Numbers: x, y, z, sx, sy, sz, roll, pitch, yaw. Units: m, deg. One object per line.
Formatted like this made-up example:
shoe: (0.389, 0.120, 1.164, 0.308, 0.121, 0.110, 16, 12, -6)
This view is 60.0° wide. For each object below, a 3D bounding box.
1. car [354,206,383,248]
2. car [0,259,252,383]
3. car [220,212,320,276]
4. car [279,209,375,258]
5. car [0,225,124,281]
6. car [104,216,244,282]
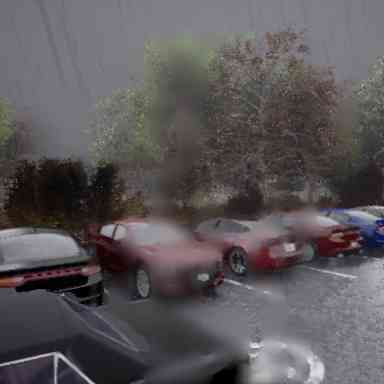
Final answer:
car: (5.778, 1.424, 13.730, 2.097, 1.535, 5.008, 0, 0, -36)
car: (-1.870, 1.602, 2.351, 4.718, 1.301, 1.895, 0, 0, -36)
car: (1.167, 1.478, 10.469, 2.163, 1.488, 4.792, 0, 0, -36)
car: (3.482, 1.436, 12.086, 2.097, 1.535, 5.008, 0, 0, -36)
car: (-3.505, 1.474, 7.081, 2.097, 1.535, 5.008, 0, 0, -36)
car: (-1.216, 1.462, 8.733, 2.097, 1.535, 5.008, 0, 0, -36)
